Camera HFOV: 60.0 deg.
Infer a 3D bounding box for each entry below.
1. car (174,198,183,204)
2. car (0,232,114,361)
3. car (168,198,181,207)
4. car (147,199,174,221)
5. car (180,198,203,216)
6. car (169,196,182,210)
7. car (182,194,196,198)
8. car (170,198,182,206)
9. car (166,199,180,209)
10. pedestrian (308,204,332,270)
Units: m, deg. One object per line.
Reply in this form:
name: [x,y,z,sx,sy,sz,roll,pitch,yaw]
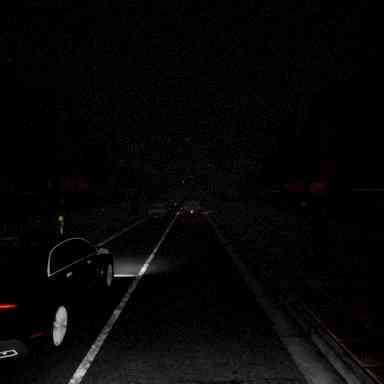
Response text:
car: [-2.887,1.925,71.380,1.802,1.307,4.206,-2,0,0]
car: [-2.770,1.504,6.099,1.837,1.490,4.892,0,0,0]
car: [-2.835,1.758,55.038,2.008,1.369,4.403,-2,0,0]
car: [-2.745,1.570,27.632,1.752,1.417,4.829,-1,0,0]
car: [-0.007,1.593,33.112,1.812,1.442,4.674,0,0,0]
car: [-2.803,1.570,44.144,1.967,1.590,4.097,-2,0,0]
car: [-0.046,1.487,44.904,2.097,1.767,4.553,0,0,-2]
car: [-2.853,1.801,60.486,2.008,1.369,4.403,-2,0,0]
car: [-2.814,1.749,49.586,1.802,1.307,4.206,-1,0,0]
pedestrian: [3.501,1.142,9.042,0.375,1.860,0.375,1,1,0]
